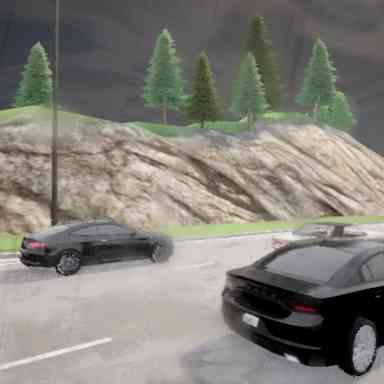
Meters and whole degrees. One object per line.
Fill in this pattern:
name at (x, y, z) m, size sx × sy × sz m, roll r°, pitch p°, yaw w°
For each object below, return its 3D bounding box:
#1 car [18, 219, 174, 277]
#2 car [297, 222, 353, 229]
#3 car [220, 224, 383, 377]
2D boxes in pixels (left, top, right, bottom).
car at (-2.774, 1.562, 10.367) m, size 4.674 × 1.442 × 1.812 m, roll 1°, pitch -1°, yaw -36°
car at (5.029, 1.707, 11.639) m, size 4.718 × 1.301 × 1.895 m, roll 1°, pitch 0°, yaw -36°
car at (2.765, 1.531, 5.720) m, size 5.008 × 1.535 × 1.882 m, roll 1°, pitch -1°, yaw -36°
